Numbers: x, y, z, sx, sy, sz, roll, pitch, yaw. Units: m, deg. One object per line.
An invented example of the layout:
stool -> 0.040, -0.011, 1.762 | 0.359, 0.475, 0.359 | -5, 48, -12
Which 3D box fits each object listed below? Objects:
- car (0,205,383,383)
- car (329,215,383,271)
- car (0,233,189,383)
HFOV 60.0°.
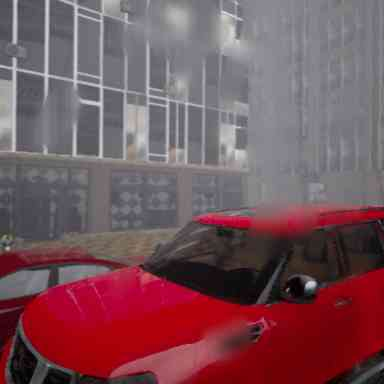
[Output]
car -> 0.892, 1.224, 4.003 | 5.566, 2.045, 2.150 | 0, 0, -35
car -> 6.832, 1.585, 11.429 | 4.313, 1.339, 1.947 | 0, 0, -36
car -> -2.433, 1.546, 4.828 | 4.507, 1.381, 1.887 | 0, 0, -36
